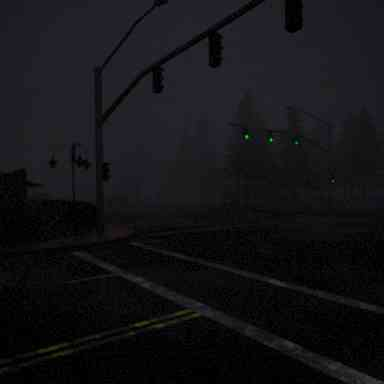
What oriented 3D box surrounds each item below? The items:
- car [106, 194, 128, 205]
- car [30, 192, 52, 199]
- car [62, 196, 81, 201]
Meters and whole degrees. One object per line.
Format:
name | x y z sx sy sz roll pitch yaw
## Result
car | -11.822 1.031 52.084 2.097 1.767 4.553 -1 1 -37
car | -21.540 1.068 47.435 2.150 2.045 5.566 -1 0 -37
car | -17.383 1.315 47.723 1.812 1.442 4.674 -1 1 -37
